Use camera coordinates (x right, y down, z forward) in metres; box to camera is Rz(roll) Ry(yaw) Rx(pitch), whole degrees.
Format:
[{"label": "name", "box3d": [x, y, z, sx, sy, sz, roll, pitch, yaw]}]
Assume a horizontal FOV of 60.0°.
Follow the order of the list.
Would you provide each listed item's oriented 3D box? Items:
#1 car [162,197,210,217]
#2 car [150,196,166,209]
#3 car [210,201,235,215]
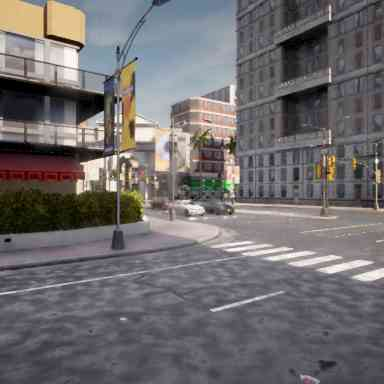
[{"label": "car", "box3d": [-0.648, 1.526, 32.105, 1.812, 1.442, 4.674, 0, 0, -35]}, {"label": "car", "box3d": [-3.444, 1.352, 42.198, 2.097, 1.767, 4.553, 0, 0, -35]}, {"label": "car", "box3d": [2.423, 1.564, 33.825, 1.994, 1.385, 4.181, 0, 0, -35]}]
